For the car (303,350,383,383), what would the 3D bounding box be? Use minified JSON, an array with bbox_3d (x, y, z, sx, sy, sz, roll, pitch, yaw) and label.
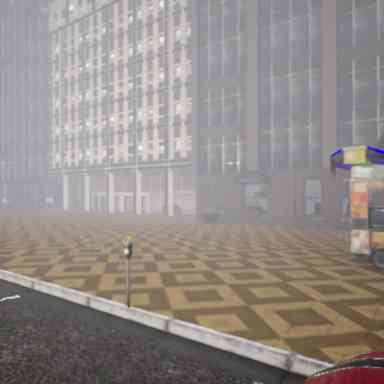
[{"bbox_3d":[2.268,1.443,1.262,4.097,1.590,1.967,0,0,36],"label":"car"}]
